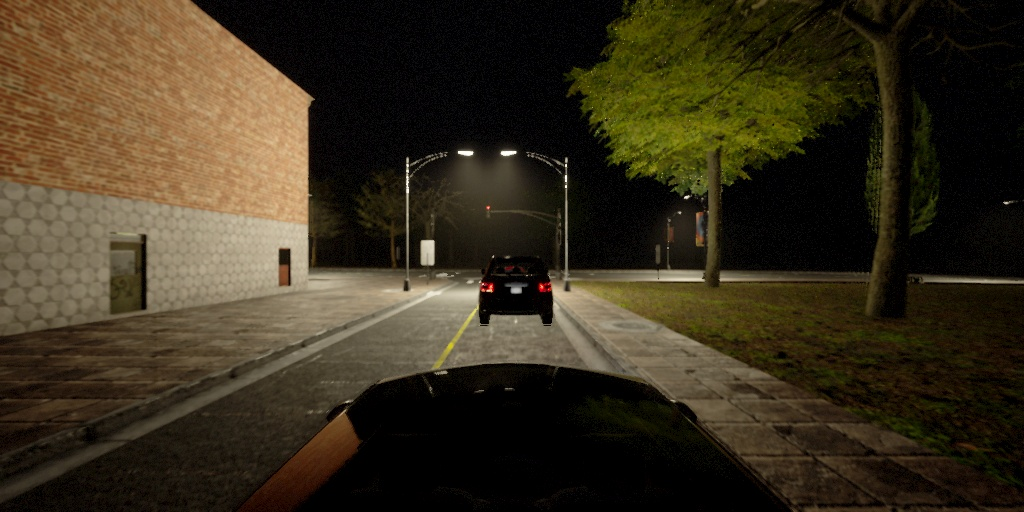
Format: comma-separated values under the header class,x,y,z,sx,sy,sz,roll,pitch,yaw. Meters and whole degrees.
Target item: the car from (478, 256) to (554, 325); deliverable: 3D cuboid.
class,x,y,z,sx,sy,sz,roll,pitch,yaw
car,0.103,1.017,12.142,2.150,2.045,5.566,0,0,0
